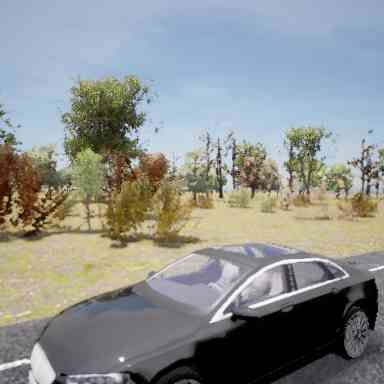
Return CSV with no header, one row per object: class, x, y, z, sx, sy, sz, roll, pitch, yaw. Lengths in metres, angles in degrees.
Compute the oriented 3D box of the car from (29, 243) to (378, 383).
car,0.577,1.512,4.413,4.902,1.511,2.128,0,0,-36
